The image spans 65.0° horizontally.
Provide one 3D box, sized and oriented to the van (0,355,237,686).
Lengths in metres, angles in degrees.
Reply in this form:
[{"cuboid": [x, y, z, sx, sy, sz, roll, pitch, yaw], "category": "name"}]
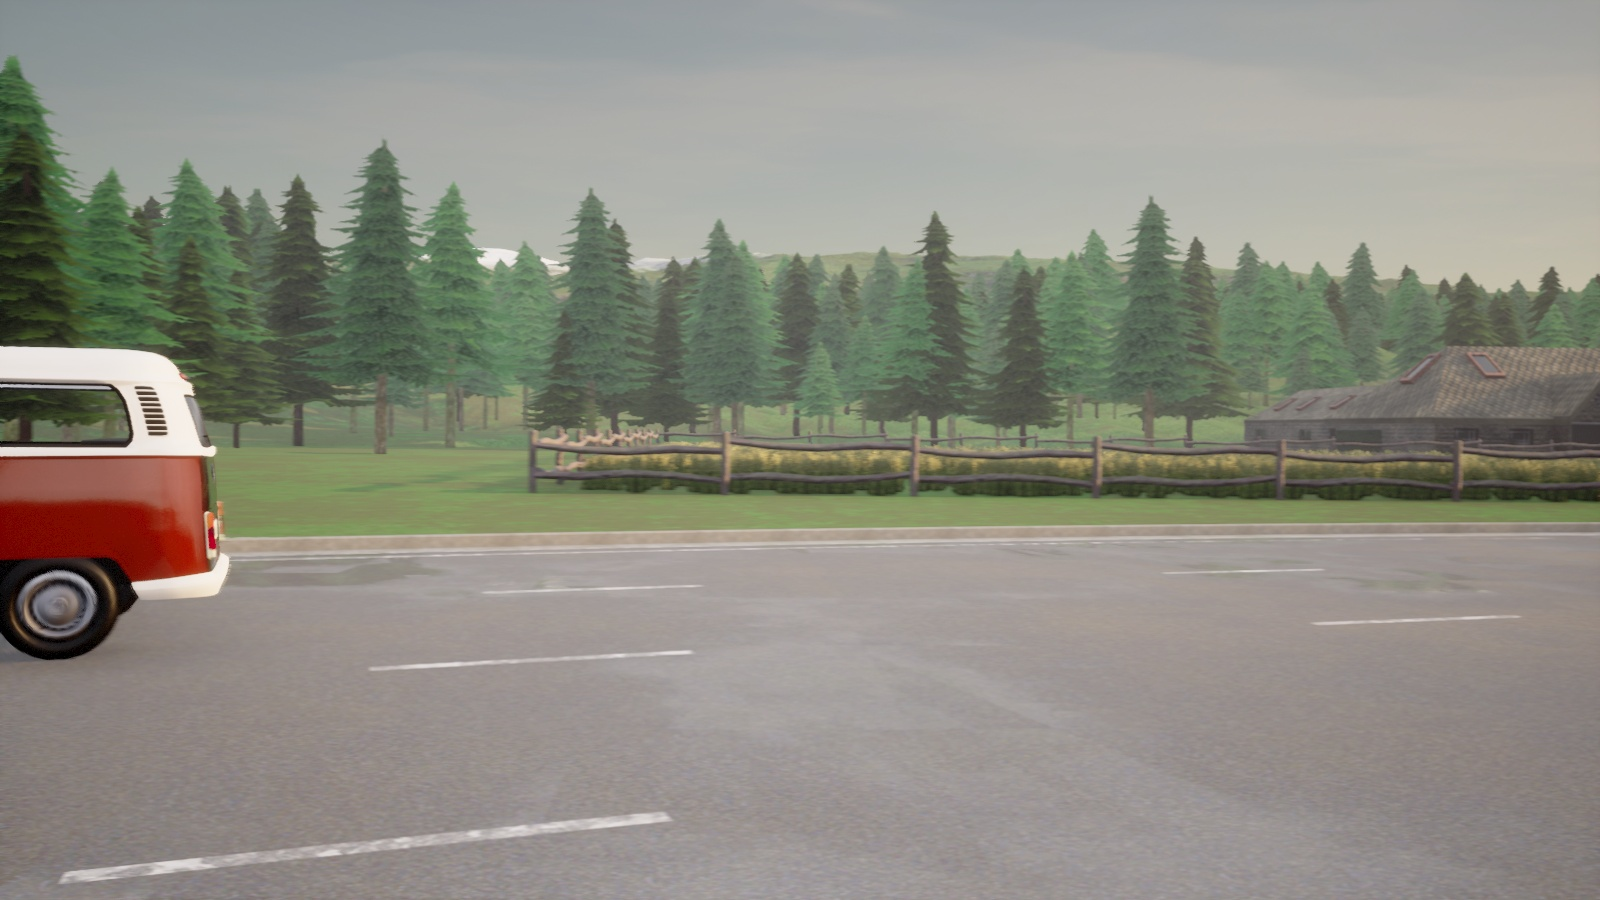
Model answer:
[{"cuboid": [-6.223, 0.440, 8.297, 4.480, 2.038, 2.069, -1, 1, -23], "category": "van"}]
